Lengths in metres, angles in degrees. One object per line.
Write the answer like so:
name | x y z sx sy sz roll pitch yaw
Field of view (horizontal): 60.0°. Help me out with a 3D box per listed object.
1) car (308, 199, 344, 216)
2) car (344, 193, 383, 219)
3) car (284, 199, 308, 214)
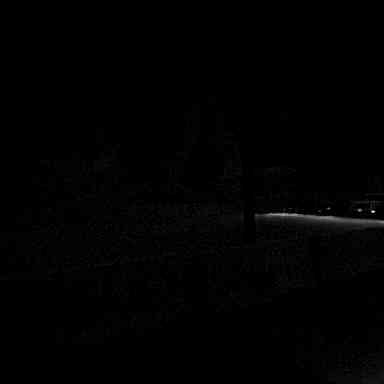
car | 13.115 1.385 30.537 4.674 1.442 1.812 0 0 -35
car | 15.548 1.081 27.975 5.566 2.045 2.150 0 0 -35
car | 11.145 1.424 33.428 4.181 1.385 1.994 0 0 -35
